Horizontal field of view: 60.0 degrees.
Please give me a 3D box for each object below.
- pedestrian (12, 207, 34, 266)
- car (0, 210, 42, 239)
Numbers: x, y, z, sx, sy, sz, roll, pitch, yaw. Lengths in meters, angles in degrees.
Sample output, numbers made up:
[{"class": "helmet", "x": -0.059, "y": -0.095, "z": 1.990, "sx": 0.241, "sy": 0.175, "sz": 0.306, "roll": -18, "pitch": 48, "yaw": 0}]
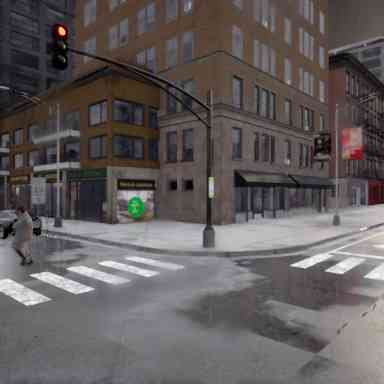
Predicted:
[{"class": "pedestrian", "x": -5.108, "y": 1.299, "z": 10.080, "sx": 0.375, "sy": 1.860, "sz": 0.375, "roll": 0, "pitch": 0, "yaw": 43}, {"class": "car", "x": -9.326, "y": 1.577, "z": 17.252, "sx": 4.313, "sy": 1.339, "sz": 1.947, "roll": 0, "pitch": 0, "yaw": 43}]
